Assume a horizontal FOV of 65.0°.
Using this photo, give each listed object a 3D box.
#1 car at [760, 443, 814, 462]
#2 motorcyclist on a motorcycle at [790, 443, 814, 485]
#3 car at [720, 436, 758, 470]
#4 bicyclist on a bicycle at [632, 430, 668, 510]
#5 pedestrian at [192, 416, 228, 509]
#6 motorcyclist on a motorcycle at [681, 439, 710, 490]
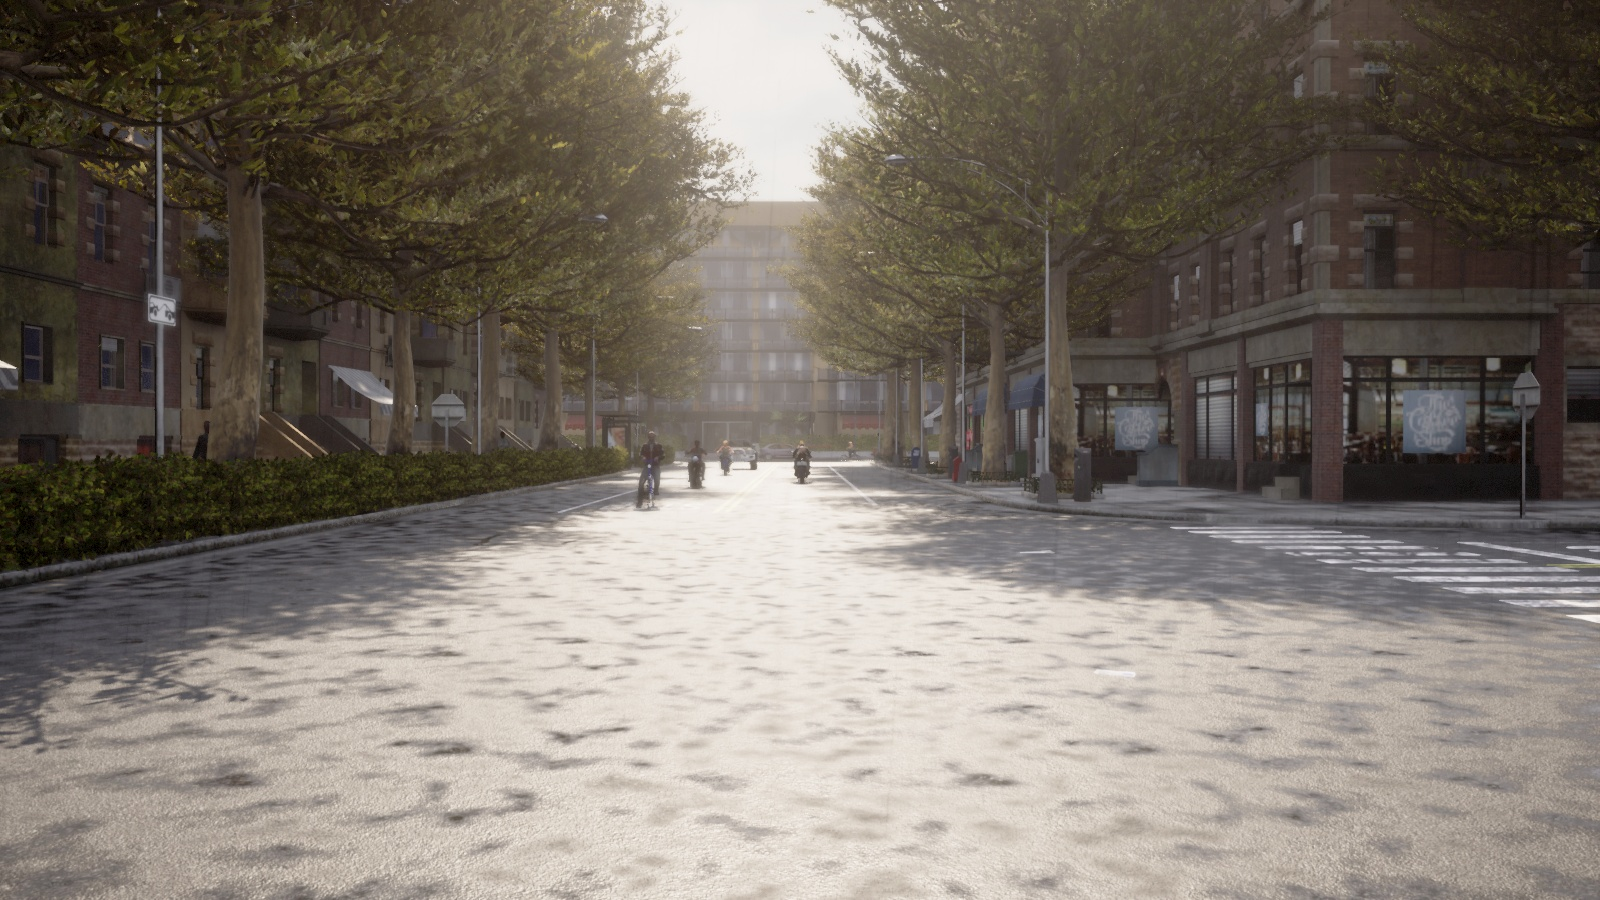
[{"bbox_3d":[-1.012,0.200,99.106,4.193,1.474,1.816,0,0,0],"label":"car"},{"bbox_3d":[0.072,0.513,47.495,0.866,1.530,2.191,0,0,0],"label":"motorcyclist on a motorcycle"},{"bbox_3d":[-3.403,0.162,70.565,1.932,1.855,4.605,0,0,0],"label":"car"},{"bbox_3d":[-3.408,0.452,28.701,0.659,1.776,1.843,0,0,-2],"label":"bicyclist on a bicycle"},{"bbox_3d":[-11.966,0.250,25.495,0.376,1.854,0.720,0,0,2],"label":"pedestrian"},{"bbox_3d":[-3.434,0.459,41.570,0.766,1.649,2.350,0,0,0],"label":"motorcyclist on a motorcycle"}]
